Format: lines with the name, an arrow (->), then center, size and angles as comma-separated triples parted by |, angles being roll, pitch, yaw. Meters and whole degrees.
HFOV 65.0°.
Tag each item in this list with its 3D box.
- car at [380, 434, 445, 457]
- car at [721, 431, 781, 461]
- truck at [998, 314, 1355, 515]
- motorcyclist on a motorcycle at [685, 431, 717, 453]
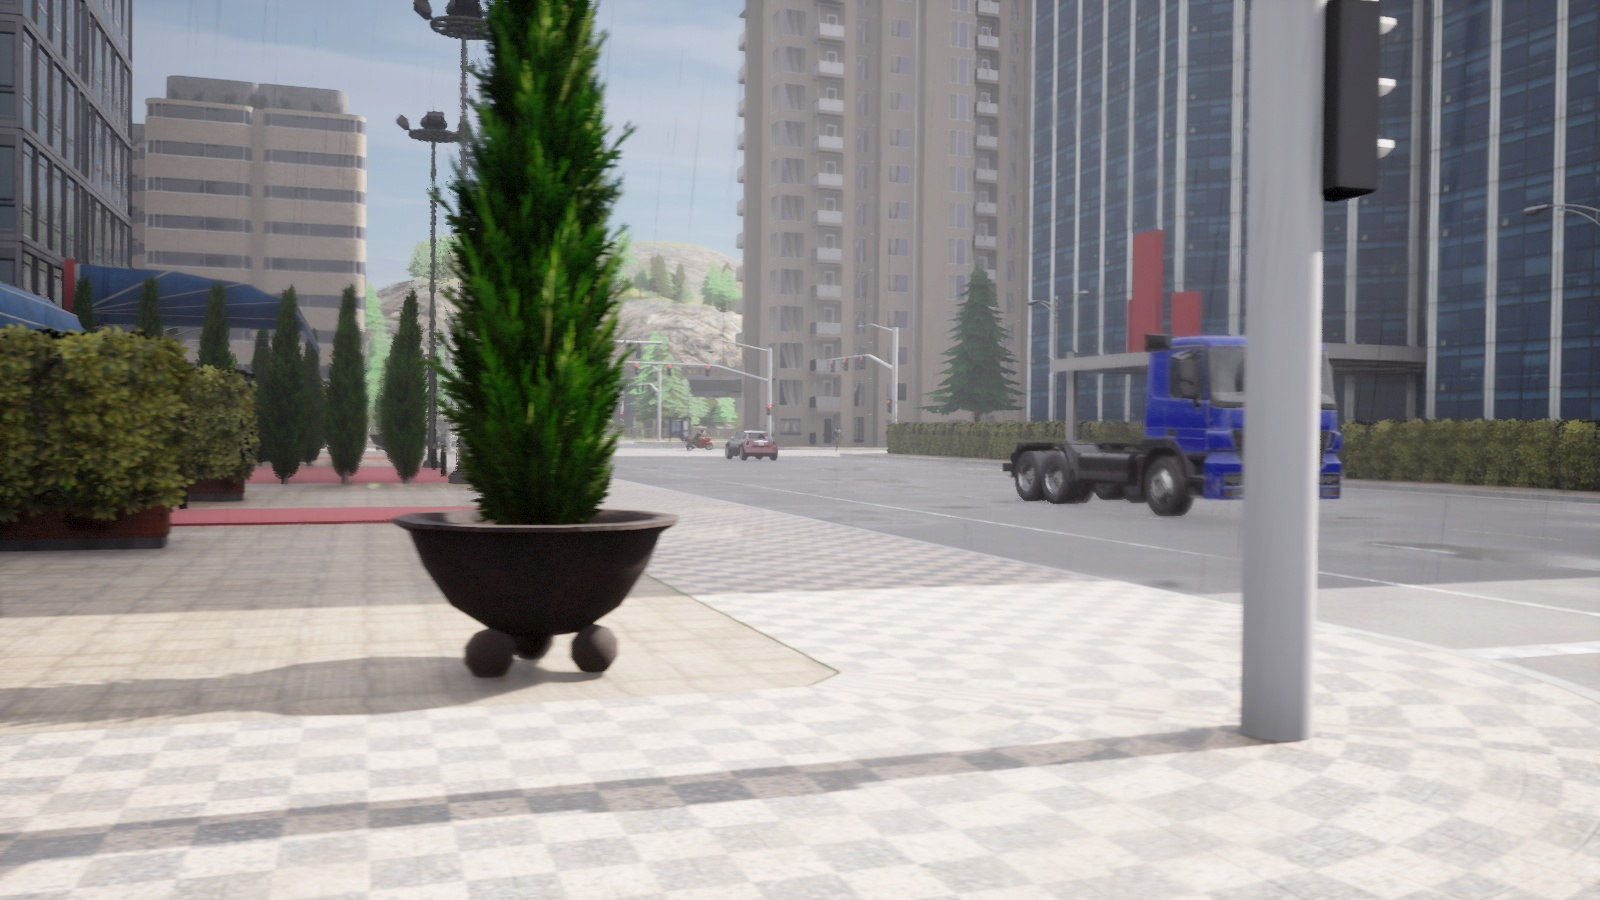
car -> -26.130, -0.310, 84.695 | 3.806, 1.475, 1.970 | -1, 1, -35
car -> -2.520, -0.233, 63.848 | 1.970, 1.475, 3.806 | -1, 1, -19
truck -> 7.308, -0.679, 25.917 | 2.891, 3.462, 7.936 | -1, 1, -20
motorcyclist on a motorcycle -> -6.850, -0.534, 86.632 | 2.044, 1.523, 0.797 | 0, 0, 14
